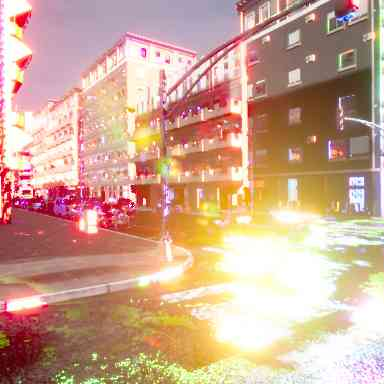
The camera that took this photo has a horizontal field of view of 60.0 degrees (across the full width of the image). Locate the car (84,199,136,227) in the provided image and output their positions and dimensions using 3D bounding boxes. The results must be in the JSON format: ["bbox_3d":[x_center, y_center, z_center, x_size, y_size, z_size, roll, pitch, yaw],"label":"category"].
[{"bbox_3d":[-5.924,1.552,23.919,1.967,1.590,4.097,-1,1,-36],"label":"car"}]

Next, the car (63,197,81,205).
[{"bbox_3d":[-21.766,1.645,60.250,2.008,1.369,4.403,-1,1,-36],"label":"car"}]

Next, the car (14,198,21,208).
[{"bbox_3d":[-25.330,1.769,50.862,1.947,1.339,4.313,-1,1,-36],"label":"car"}]

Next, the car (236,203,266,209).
[{"bbox_3d":[4.012,1.498,24.464,1.752,1.417,4.829,-1,1,-36],"label":"car"}]

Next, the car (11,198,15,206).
[{"bbox_3d":[-31.800,1.782,59.843,1.887,1.381,4.507,-1,1,-36],"label":"car"}]

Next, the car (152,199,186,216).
[{"bbox_3d":[-2.359,1.441,33.305,1.967,1.590,4.097,-1,1,-36],"label":"car"}]

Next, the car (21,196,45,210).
[{"bbox_3d":[-22.097,1.627,46.370,1.967,1.590,4.097,-1,1,-36],"label":"car"}]

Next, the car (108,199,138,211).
[{"bbox_3d":[-8.827,1.581,42.287,2.008,1.369,4.403,-1,1,-36],"label":"car"}]

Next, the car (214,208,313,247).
[{"bbox_3d":[3.215,1.644,15.668,1.895,1.301,4.718,-1,0,-36],"label":"car"}]

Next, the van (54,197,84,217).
[{"bbox_3d":[-12.394,1.482,32.898,1.690,1.788,3.998,-1,1,-36],"label":"van"}]

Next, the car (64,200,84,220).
[{"bbox_3d":[-9.058,1.652,28.271,1.752,1.417,4.829,-1,1,-36],"label":"car"}]

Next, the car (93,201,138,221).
[{"bbox_3d":[-6.952,1.635,29.778,2.033,1.411,5.357,-1,0,-36],"label":"car"}]

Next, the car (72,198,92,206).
[{"bbox_3d":[-18.531,1.643,55.759,1.947,1.339,4.313,-1,1,-36],"label":"car"}]

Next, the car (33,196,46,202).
[{"bbox_3d":[-37.939,1.727,82.703,1.887,1.381,4.507,-1,1,-36],"label":"car"}]

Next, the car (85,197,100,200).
[{"bbox_3d":[-15.298,1.501,51.267,1.967,1.590,4.097,-1,1,-36],"label":"car"}]
